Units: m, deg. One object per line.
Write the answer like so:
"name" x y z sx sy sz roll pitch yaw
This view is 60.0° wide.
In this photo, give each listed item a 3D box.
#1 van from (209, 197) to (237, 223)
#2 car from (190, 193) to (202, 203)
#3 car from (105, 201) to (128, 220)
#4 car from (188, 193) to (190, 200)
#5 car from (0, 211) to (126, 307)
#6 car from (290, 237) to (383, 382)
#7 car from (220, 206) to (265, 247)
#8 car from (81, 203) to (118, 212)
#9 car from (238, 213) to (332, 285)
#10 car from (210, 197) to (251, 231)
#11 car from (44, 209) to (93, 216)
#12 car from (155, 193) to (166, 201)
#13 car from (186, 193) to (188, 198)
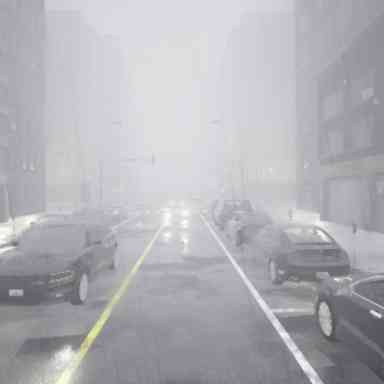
"van" 2.336 1.286 25.753 1.690 1.788 3.998 0 0 -1
"car" 1.090 1.363 69.627 1.967 1.590 4.097 -1 0 -3
"car" -6.187 1.462 25.561 1.967 1.590 4.097 0 0 -1
"car" 0.595 1.506 80.926 1.802 1.307 4.206 -1 0 -3
"car" -3.138 1.495 8.330 1.882 1.535 5.008 -1 0 -1
"car" 2.822 1.520 3.664 2.008 1.369 4.403 0 0 -1
"car" 2.580 1.523 14.709 1.947 1.339 4.313 0 0 -1
"car" -6.065 1.594 20.038 1.947 1.339 4.313 0 0 -1
"car" 2.701 1.514 9.186 2.008 1.369 4.403 0 0 -1
"car" 2.457 1.266 20.231 2.192 1.841 5.009 0 0 -1
"car" -5.943 1.616 14.514 1.802 1.307 4.206 0 0 -1
"car" -7.923 1.442 80.560 1.967 1.590 4.097 -1 0 -3
"car" 0.099 1.513 92.221 1.802 1.307 4.206 -1 0 -3
